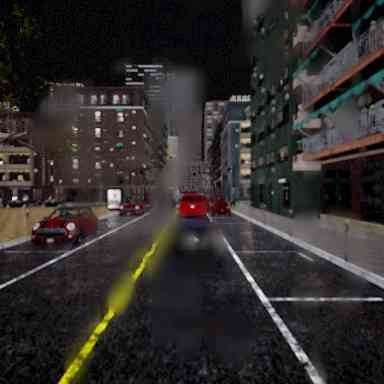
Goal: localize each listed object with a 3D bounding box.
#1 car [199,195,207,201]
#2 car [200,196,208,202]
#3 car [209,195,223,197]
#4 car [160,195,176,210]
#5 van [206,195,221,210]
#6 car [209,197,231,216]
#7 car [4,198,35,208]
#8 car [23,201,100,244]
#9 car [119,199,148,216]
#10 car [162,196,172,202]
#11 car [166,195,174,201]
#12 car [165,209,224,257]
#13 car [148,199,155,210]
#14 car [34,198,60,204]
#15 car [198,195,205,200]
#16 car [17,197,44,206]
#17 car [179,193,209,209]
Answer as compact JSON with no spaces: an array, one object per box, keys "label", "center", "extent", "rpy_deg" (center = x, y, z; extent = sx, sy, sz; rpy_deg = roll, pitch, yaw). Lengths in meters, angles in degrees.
[{"label":"car","center":[2.687,1.528,80.915],"extent":[1.947,1.339,4.313],"rpy_deg":[0,0,0]},{"label":"car","center":[2.687,1.543,75.391],"extent":[1.802,1.307,4.206],"rpy_deg":[0,0,0]},{"label":"car","center":[2.683,1.286,37.469],"extent":[2.192,1.841,5.009],"rpy_deg":[0,0,0]},{"label":"car","center":[-3.043,1.516,43.147],"extent":[2.033,1.411,5.357],"rpy_deg":[0,0,1]},{"label":"van","center":[2.684,1.310,42.997],"extent":[1.690,1.788,3.998],"rpy_deg":[0,0,0]},{"label":"car","center":[2.685,1.519,31.941],"extent":[1.887,1.381,4.507],"rpy_deg":[0,0,0]},{"label":"car","center":[-27.971,1.935,53.713],"extent":[4.403,1.369,2.008],"rpy_deg":[-1,1,0]},{"label":"car","center":[-5.697,1.425,15.360],"extent":[1.967,1.590,4.097],"rpy_deg":[0,0,0]},{"label":"car","center":[-5.697,1.414,31.942],"extent":[1.967,1.590,4.097],"rpy_deg":[0,0,0]},{"label":"car","center":[-5.695,1.527,75.404],"extent":[1.947,1.339,4.313],"rpy_deg":[0,0,0]},{"label":"car","center":[-5.694,1.529,86.451],"extent":[1.947,1.339,4.313],"rpy_deg":[0,0,0]},{"label":"car","center":[0.065,1.550,12.835],"extent":[1.994,1.385,4.181],"rpy_deg":[0,0,0]},{"label":"car","center":[-5.696,1.551,42.998],"extent":[1.802,1.307,4.206],"rpy_deg":[0,0,0]},{"label":"car","center":[-22.401,1.853,53.753],"extent":[4.403,1.369,2.008],"rpy_deg":[-1,1,0]},{"label":"car","center":[2.687,1.509,91.961],"extent":[1.887,1.381,4.507],"rpy_deg":[0,0,0]},{"label":"car","center":[-30.270,1.787,62.333],"extent":[4.097,1.590,1.967],"rpy_deg":[-1,1,0]},{"label":"car","center":[0.065,1.199,27.799],"extent":[2.150,2.045,5.566],"rpy_deg":[0,0,1]}]
